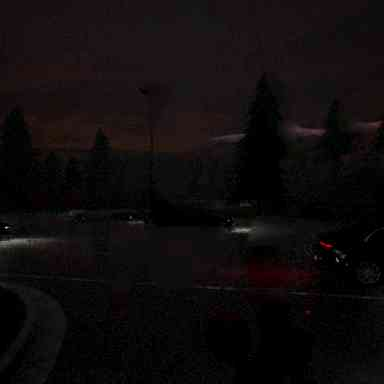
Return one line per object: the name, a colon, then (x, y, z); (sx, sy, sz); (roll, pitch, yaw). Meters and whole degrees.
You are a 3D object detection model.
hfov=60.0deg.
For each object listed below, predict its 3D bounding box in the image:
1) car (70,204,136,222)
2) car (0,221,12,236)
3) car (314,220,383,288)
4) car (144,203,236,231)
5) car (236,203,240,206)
car: (-6.749, 1.598, 25.410); (4.718, 1.301, 1.895); (0, 0, 12)
car: (-11.368, 1.548, 15.676); (5.357, 1.411, 2.033); (0, 0, 12)
car: (5.668, 1.500, 8.337); (4.892, 1.490, 1.837); (0, 0, 12)
car: (-0.212, 1.543, 20.385); (5.357, 1.411, 2.033); (0, 0, 12)
car: (6.706, 1.549, 54.455); (1.994, 1.385, 4.181); (0, 0, 11)
